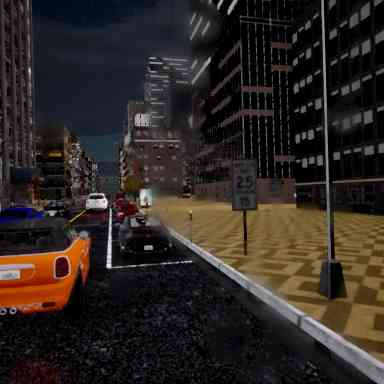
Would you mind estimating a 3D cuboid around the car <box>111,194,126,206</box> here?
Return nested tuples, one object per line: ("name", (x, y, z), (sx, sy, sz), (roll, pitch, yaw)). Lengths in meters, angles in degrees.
("car", (-12.324, 1.207, 55.587), (2.192, 1.841, 5.009), (-1, 0, -14))

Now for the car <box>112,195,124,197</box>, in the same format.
("car", (-8.435, 1.430, 39.544), (1.752, 1.417, 4.829), (-1, 0, -14))

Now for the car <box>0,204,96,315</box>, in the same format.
("car", (-3.444, 1.357, 7.445), (2.097, 1.767, 4.553), (-2, 0, -14))

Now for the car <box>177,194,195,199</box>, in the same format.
("car", (-1.807, 1.134, 89.294), (4.097, 1.590, 1.967), (-1, -1, -14))

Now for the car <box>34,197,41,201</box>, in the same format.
("car", (-38.760, 1.658, 80.016), (4.507, 1.381, 1.887), (-1, -1, -14))

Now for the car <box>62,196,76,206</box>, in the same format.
("car", (-21.772, 1.550, 59.022), (1.967, 1.590, 4.097), (-1, 0, -14))

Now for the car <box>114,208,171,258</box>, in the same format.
("car", (-1.855, 1.480, 12.362), (2.008, 1.369, 4.403), (-1, 0, -14))

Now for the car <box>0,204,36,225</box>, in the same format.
("car", (-13.922, 1.720, 26.602), (1.802, 1.307, 4.206), (-1, 0, -14))

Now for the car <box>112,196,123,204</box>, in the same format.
("car", (-13.628, 1.432, 60.993), (1.887, 1.381, 4.507), (-1, 0, -14))

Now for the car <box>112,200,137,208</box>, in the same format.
("car", (-4.471, 1.502, 23.169), (1.802, 1.307, 4.206), (-1, 0, -14))

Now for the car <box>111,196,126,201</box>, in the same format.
("car", (-7.088, 1.455, 33.976), (1.887, 1.381, 4.507), (-1, 0, -14))

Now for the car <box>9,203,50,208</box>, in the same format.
("car", (-8.993, 1.556, 17.208), (1.882, 1.535, 5.008), (-2, 0, -13))

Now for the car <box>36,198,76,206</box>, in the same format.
("car", (-11.919, 1.559, 29.355), (2.128, 1.511, 4.902), (-2, 0, -13))

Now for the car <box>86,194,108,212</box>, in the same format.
("car", (-10.645, 1.199, 37.399), (2.150, 2.045, 5.566), (-2, 0, -13))

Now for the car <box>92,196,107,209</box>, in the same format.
("car", (-13.115, 1.447, 47.404), (1.882, 1.535, 5.008), (-2, 0, -13))
